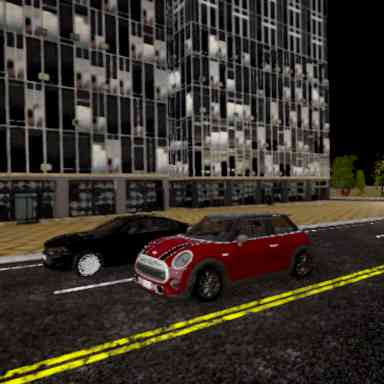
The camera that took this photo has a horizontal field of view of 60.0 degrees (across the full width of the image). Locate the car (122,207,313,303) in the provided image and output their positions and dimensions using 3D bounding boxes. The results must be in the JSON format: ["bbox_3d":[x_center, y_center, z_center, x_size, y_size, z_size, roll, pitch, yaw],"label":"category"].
[{"bbox_3d":[0.897,1.312,8.240,4.553,1.767,2.097,-1,0,-35],"label":"car"}]

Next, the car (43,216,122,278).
[{"bbox_3d":[-1.871,1.446,10.270,5.008,1.535,1.882,0,0,-35],"label":"car"}]
